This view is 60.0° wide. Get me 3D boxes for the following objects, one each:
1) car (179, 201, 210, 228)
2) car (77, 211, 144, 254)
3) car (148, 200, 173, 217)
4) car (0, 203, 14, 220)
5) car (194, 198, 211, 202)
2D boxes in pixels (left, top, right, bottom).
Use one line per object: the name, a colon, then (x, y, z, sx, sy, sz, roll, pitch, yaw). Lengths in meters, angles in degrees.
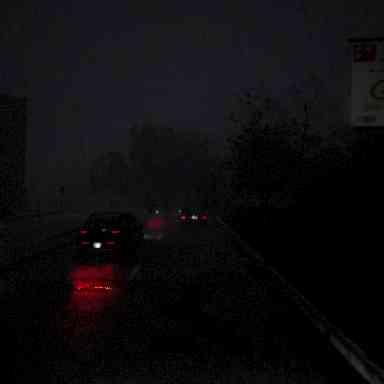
car: (0.104, 1.568, 22.152, 2.033, 1.411, 5.357, 0, 0, 0)
car: (-3.145, 1.518, 13.507, 1.837, 1.490, 4.892, 0, 0, 0)
car: (-2.978, 1.536, 31.885, 1.837, 1.490, 4.892, 0, 0, 2)
car: (-15.590, 1.527, 25.700, 2.002, 1.452, 4.674, -2, 0, 0)
car: (1.116, 1.508, 39.647, 2.128, 1.511, 4.902, -1, 0, 8)
